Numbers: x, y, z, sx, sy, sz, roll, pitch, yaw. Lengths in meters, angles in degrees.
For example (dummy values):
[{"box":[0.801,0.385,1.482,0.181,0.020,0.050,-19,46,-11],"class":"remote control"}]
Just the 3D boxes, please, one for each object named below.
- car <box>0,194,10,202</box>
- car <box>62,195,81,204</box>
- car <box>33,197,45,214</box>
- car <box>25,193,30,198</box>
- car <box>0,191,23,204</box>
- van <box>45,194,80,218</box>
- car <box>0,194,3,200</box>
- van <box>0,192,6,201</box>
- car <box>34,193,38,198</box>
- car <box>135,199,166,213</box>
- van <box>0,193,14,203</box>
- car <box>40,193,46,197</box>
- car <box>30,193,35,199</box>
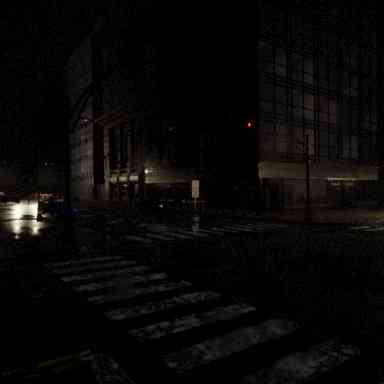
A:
[{"box":[-37.409,1.201,65.903,1.887,1.381,4.507,0,1,-35],"class":"car"},{"box":[-20.649,1.200,57.023,1.887,1.381,4.507,0,1,-35],"class":"car"},{"box":[-14.517,1.483,33.664,1.802,1.307,4.206,-1,1,-35],"class":"car"},{"box":[-40.273,0.981,84.657,2.008,1.369,4.403,0,1,-35],"class":"car"},{"box":[-30.870,1.047,56.690,2.192,1.841,5.009,0,1,-35],"class":"car"},{"box":[-11.248,1.272,29.056,1.690,1.788,3.998,-1,1,-35],"class":"van"},{"box":[-43.951,1.147,75.114,1.947,1.339,4.313,0,1,-35],"class":"car"},{"box":[-40.680,0.960,70.507,1.690,1.788,3.998,0,1,-35],"class":"van"},{"box":[-33.731,1.056,75.446,2.008,1.369,4.403,0,1,-35],"class":"car"},{"box":[-4.296,1.383,33.993,1.947,1.339,4.313,-1,1,-35],"class":"car"},{"box":[-34.140,1.036,61.296,1.690,1.788,3.998,0,1,-35],"class":"van"},{"box":[-30.461,1.125,70.841,1.802,1.307,4.206,0,1,-35],"class":"car"},{"box":[-37.002,0.908,80.051,1.967,1.590,4.097,0,1,-35],"class":"car"}]
